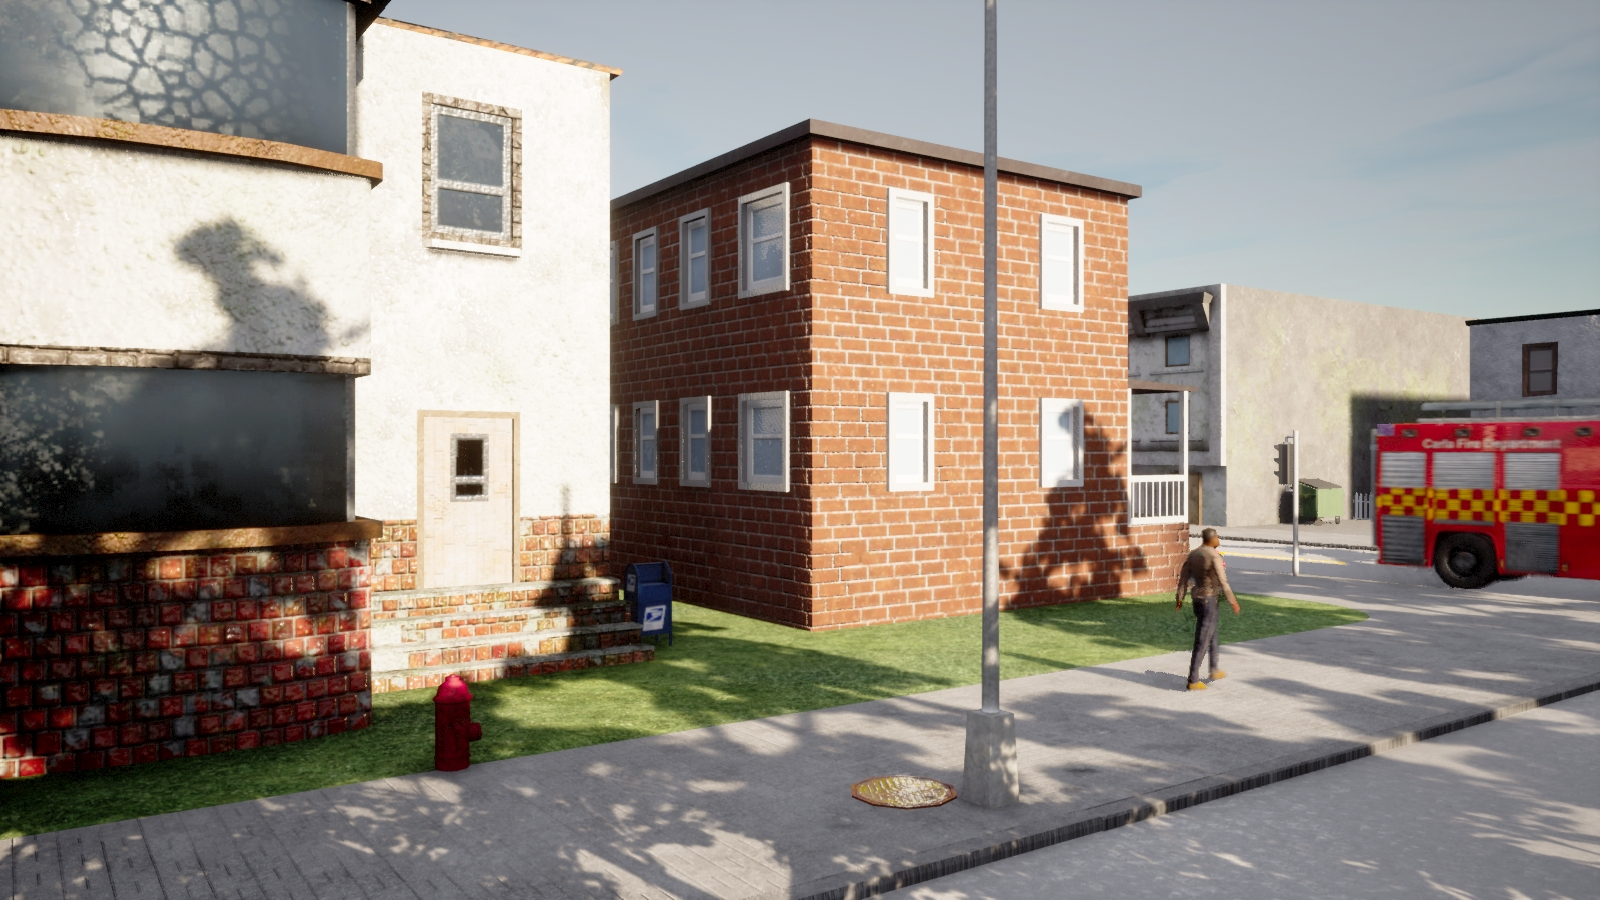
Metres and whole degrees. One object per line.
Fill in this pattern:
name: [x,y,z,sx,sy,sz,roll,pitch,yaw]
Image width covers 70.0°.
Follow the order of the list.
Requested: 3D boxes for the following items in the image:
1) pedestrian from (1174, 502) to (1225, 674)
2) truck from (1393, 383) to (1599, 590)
pedestrian: [4.448,1.517,12.727,0.375,1.860,0.375,0,0,-23]
truck: [16.223,0.670,21.558,2.891,3.827,8.468,0,0,-41]
